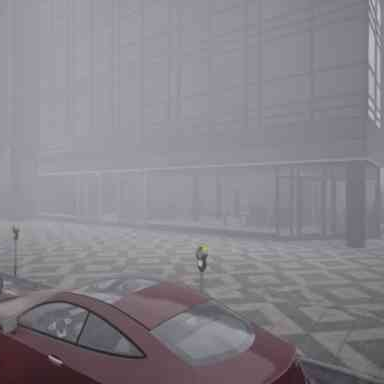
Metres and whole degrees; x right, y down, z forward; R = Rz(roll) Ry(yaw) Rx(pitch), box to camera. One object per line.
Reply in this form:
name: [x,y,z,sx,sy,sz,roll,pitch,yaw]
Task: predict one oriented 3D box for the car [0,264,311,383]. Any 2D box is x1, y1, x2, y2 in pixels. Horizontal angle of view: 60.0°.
car: [-0.911,1.583,3.616,4.206,1.307,1.802,0,0,36]
